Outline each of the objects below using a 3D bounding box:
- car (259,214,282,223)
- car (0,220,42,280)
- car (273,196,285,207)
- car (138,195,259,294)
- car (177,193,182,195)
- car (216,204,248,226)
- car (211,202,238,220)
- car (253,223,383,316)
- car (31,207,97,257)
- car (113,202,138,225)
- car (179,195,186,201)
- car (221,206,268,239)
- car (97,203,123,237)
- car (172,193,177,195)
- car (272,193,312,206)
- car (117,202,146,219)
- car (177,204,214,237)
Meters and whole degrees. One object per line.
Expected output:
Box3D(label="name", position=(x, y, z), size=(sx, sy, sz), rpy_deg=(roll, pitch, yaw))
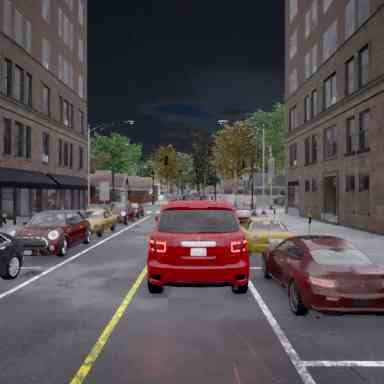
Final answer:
Box3D(label="car", position=(2.695, 1.528, 12.903), size=(1.752, 1.417, 4.829), rpy_deg=(0, 0, 0))
Box3D(label="car", position=(-5.358, 1.551, 7.252), size=(2.008, 1.369, 4.403), rpy_deg=(0, 0, 0))
Box3D(label="car", position=(14.722, 1.282, 48.945), size=(4.553, 1.767, 2.097), rpy_deg=(0, 0, 0))
Box3D(label="car", position=(0.136, 1.223, 8.937), size=(2.150, 2.045, 5.566), rpy_deg=(0, 0, 0))
Box3D(label="car", position=(0.111, 1.233, 28.979), size=(2.150, 2.045, 5.566), rpy_deg=(0, 0, 2))
Box3D(label="car", position=(2.750, 1.590, 23.769), size=(1.802, 1.307, 4.206), rpy_deg=(0, 0, 0))
Box3D(label="car", position=(2.778, 1.578, 29.288), size=(1.947, 1.339, 4.313), rpy_deg=(0, 0, 0))
Box3D(label="car", position=(2.666, 1.582, 7.215), size=(1.802, 1.307, 4.206), rpy_deg=(0, 0, 0))
Box3D(label="car", position=(-5.331, 1.443, 12.771), size=(1.967, 1.590, 4.097), rpy_deg=(0, 0, 0))
Box3D(label="car", position=(-5.275, 1.449, 23.808), size=(1.967, 1.590, 4.097), rpy_deg=(0, 0, 0))
Box3D(label="car", position=(-2.625, 1.658, 93.235), size=(1.994, 1.385, 4.181), rpy_deg=(0, 0, 0))
Box3D(label="car", position=(2.722, 1.550, 18.251), size=(1.887, 1.381, 4.507), rpy_deg=(0, 0, 0))
Box3D(label="car", position=(-5.304, 1.531, 18.119), size=(1.752, 1.417, 4.829), rpy_deg=(0, 0, 0))
Box3D(label="car", position=(-2.875, 1.272, 62.687), size=(2.150, 2.045, 5.566), rpy_deg=(0, 0, 4))
Box3D(label="car", position=(15.689, 1.147, 52.220), size=(5.566, 2.045, 2.150), rpy_deg=(0, 0, -1))
Box3D(label="car", position=(-5.247, 1.594, 29.327), size=(1.802, 1.307, 4.206), rpy_deg=(0, 0, 0))
Box3D(label="car", position=(0.190, 1.511, 18.966), size=(1.837, 1.490, 4.892), rpy_deg=(0, 0, 1))
